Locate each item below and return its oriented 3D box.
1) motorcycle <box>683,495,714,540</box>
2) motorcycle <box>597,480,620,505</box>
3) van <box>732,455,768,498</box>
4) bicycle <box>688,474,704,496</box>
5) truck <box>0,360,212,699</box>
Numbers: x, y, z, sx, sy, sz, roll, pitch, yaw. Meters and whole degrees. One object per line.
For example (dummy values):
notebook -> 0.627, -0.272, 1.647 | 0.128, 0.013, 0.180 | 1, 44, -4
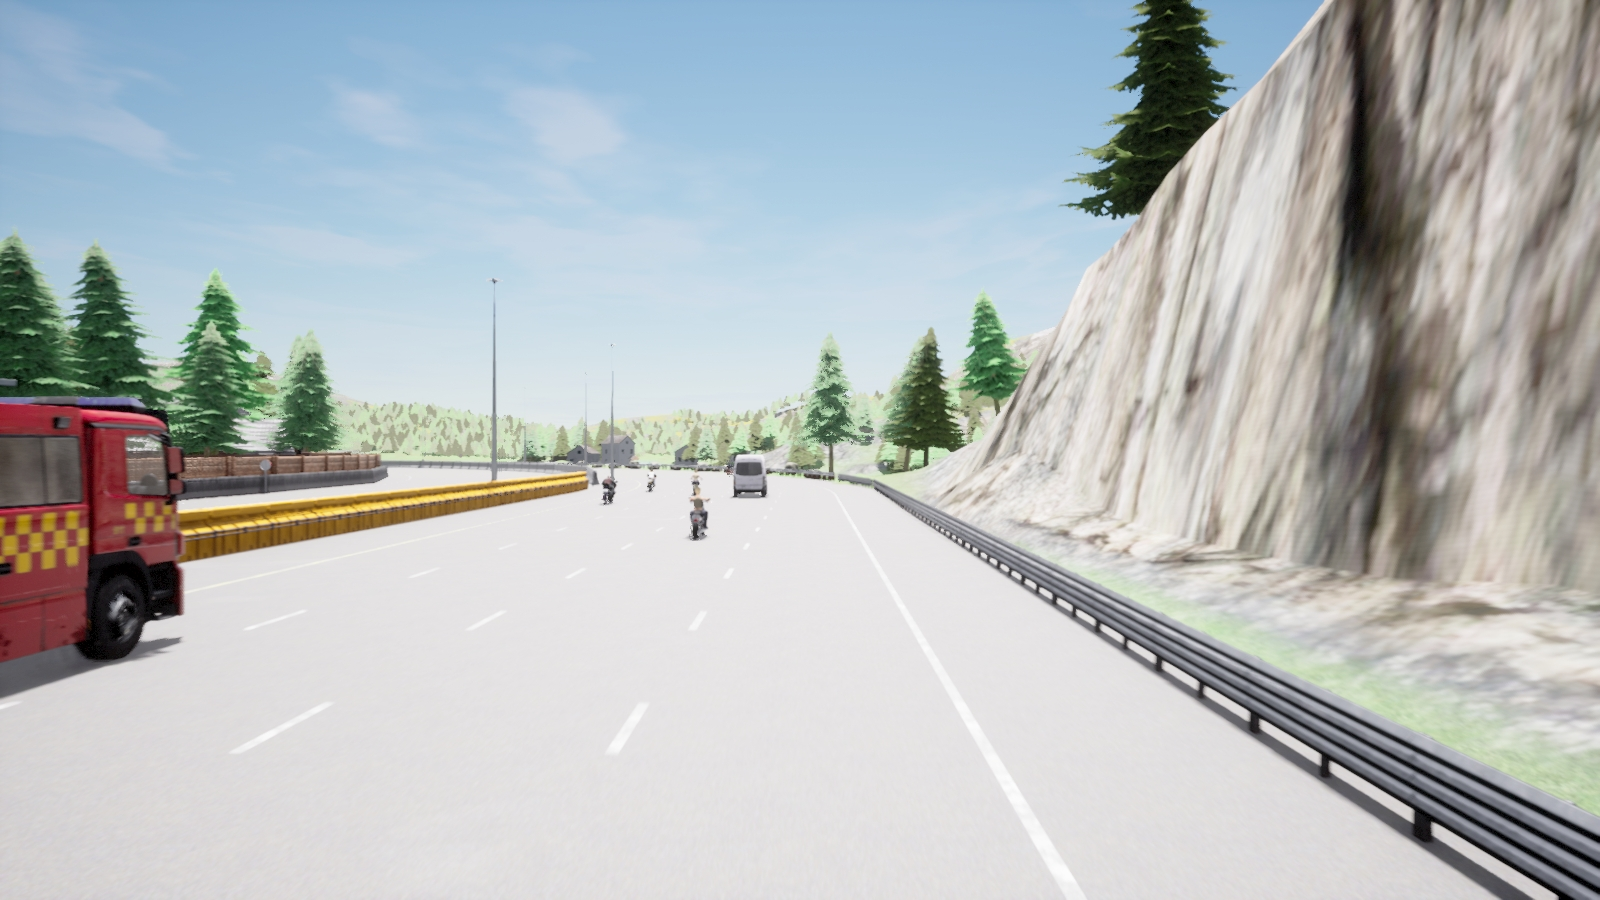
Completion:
motorcycle -> -3.290, 2.171, 37.237 | 0.764, 1.325, 2.356 | 0, 0, 0
motorcycle -> -10.097, 2.245, 60.298 | 0.867, 1.251, 2.209 | 0, 0, 1
van -> -3.066, 1.581, 71.142 | 1.988, 2.561, 5.915 | 0, 0, 0
bicycle -> -6.503, 2.196, 71.447 | 0.859, 1.295, 1.487 | 0, 0, -1
truck -> -10.471, 0.900, 13.264 | 2.891, 3.827, 8.468 | 0, 0, 0
